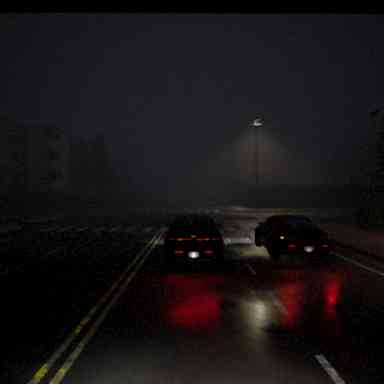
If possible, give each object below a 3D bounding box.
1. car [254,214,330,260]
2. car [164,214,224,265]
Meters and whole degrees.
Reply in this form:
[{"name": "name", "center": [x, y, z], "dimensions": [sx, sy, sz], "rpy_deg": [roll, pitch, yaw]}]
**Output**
[{"name": "car", "center": [3.564, 1.556, 12.409], "dimensions": [1.812, 1.442, 4.674], "rpy_deg": [0, 0, 0]}, {"name": "car", "center": [0.061, 1.533, 11.821], "dimensions": [1.837, 1.490, 4.892], "rpy_deg": [0, 0, 0]}]
